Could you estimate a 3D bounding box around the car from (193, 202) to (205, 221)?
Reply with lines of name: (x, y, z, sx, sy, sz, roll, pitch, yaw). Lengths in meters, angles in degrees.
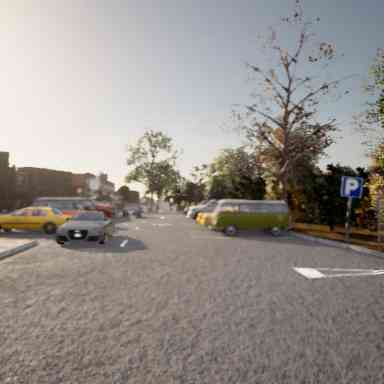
car: (3.065, 1.802, 24.723, 5.366, 1.575, 1.946, 1, -1, -5)

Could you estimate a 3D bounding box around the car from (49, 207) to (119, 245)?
car: (-4.825, 1.611, 15.591, 1.994, 1.385, 4.181, 1, -1, -5)

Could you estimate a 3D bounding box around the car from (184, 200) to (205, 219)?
car: (2.376, 1.684, 30.407, 5.566, 2.045, 2.435, 1, -2, -5)

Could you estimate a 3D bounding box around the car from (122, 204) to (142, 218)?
car: (-6.552, 2.043, 36.911, 2.128, 1.511, 4.902, 1, -2, -5)

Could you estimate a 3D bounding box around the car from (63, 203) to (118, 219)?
car: (-10.219, 1.882, 33.900, 5.008, 1.535, 2.097, 1, -2, -5)

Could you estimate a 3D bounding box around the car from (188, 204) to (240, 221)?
car: (2.149, 2.017, 33.182, 4.892, 1.521, 2.231, 1, -2, -5)

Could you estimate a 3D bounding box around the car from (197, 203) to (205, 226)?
car: (3.286, 1.749, 22.071, 5.366, 1.575, 1.946, 1, -1, -5)

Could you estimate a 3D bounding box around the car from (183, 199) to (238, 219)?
car: (1.894, 1.845, 35.846, 5.566, 2.045, 2.435, 1, -2, -5)

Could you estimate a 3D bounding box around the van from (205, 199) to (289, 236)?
van: (3.222, 1.474, 19.266, 4.442, 1.987, 1.878, 1, -1, -5)

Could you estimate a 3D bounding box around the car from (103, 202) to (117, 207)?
car: (-9.934, 1.544, 31.005, 5.566, 2.045, 2.435, 1, -2, -5)

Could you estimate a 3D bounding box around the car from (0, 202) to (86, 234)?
car: (-9.127, 1.521, 18.880, 5.366, 1.575, 1.946, 1, -1, -5)

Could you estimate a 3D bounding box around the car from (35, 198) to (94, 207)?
car: (-9.154, 1.452, 21.808, 4.553, 1.767, 2.185, 1, -1, -5)

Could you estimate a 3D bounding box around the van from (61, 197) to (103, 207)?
van: (-9.322, 1.418, 24.843, 4.442, 1.987, 1.878, 1, -1, -5)
